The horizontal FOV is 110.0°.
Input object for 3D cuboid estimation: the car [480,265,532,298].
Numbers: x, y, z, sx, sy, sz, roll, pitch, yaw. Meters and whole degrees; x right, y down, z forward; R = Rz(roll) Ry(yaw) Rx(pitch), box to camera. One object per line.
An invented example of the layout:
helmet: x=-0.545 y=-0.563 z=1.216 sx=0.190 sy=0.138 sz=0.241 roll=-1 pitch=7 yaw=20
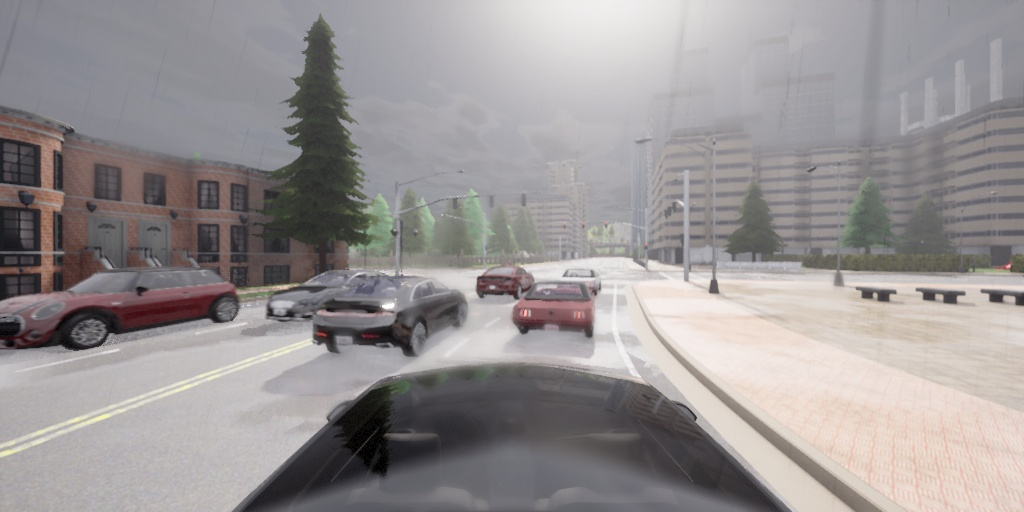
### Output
car: x=-0.187 y=1.187 z=17.774 sx=1.882 sy=1.535 sz=5.008 roll=0 pitch=0 yaw=15

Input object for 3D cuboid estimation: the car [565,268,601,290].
car: x=3.688 y=1.307 z=19.105 sx=1.895 sy=1.301 sz=4.718 roll=0 pitch=0 yaw=18

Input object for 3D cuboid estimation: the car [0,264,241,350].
car: x=-9.674 y=1.084 z=9.139 sx=2.097 sy=1.767 sz=4.553 roll=0 pitch=0 yaw=11

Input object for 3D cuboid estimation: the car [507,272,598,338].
car: x=1.410 y=1.329 z=10.223 sx=1.895 sy=1.301 sz=4.718 roll=0 pitch=0 yaw=13

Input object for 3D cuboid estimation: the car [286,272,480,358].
car: x=-2.474 y=1.224 z=8.530 sx=2.128 sy=1.511 sz=4.902 roll=0 pitch=0 yaw=9

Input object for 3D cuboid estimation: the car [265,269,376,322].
car: x=-5.572 y=1.218 z=11.888 sx=2.128 sy=1.511 sz=4.902 roll=0 pitch=0 yaw=14
